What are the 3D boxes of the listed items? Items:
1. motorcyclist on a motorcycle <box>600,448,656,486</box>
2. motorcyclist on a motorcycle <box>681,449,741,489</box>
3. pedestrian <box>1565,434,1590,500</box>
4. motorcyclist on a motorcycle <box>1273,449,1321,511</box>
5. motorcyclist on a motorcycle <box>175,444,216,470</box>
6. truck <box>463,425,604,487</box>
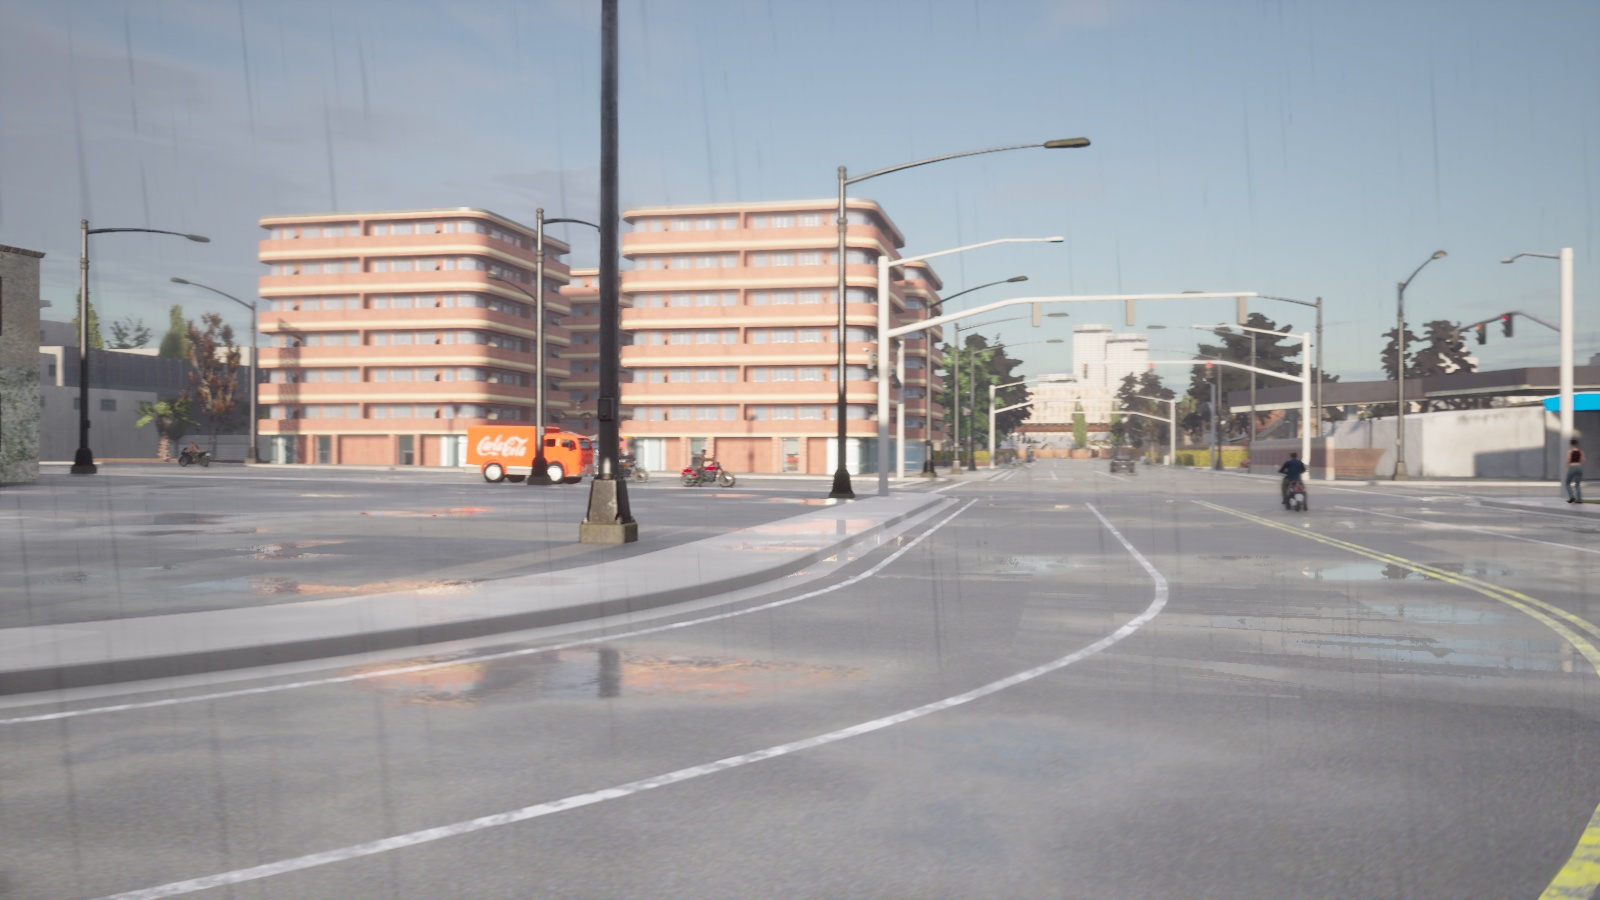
[{"bbox_3d":[-7.752,0.745,56.530,2.350,1.649,0.766,1,0,12],"label":"motorcyclist on a motorcycle"},{"bbox_3d":[-3.703,0.781,52.074,2.350,1.649,0.766,1,0,12],"label":"motorcyclist on a motorcycle"},{"bbox_3d":[21.555,0.470,34.811,0.345,1.836,0.594,0,0,5],"label":"pedestrian"},{"bbox_3d":[13.271,0.784,33.589,0.866,1.590,1.817,0,0,11],"label":"motorcyclist on a motorcycle"},{"bbox_3d":[-35.236,0.399,73.215,2.044,1.523,0.797,1,0,12],"label":"motorcyclist on a motorcycle"},{"bbox_3d":[-11.366,0.257,53.734,5.204,2.467,2.627,1,0,12],"label":"truck"}]
